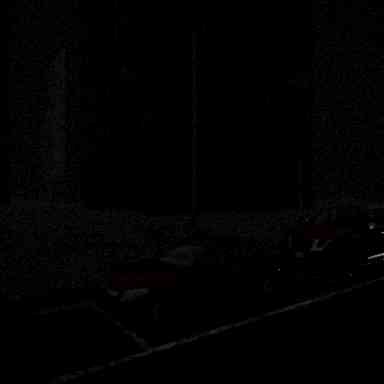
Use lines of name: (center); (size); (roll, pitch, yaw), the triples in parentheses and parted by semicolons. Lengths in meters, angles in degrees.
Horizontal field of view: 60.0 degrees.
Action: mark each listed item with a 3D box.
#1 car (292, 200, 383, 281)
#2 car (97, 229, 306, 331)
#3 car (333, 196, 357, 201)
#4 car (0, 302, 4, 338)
car: (4.840, 1.319, 10.110); (5.009, 1.841, 2.192); (0, 0, -36)
car: (0.220, 1.584, 6.810); (4.206, 1.307, 1.802); (0, 0, -36)
car: (32.292, 1.616, 70.215); (1.882, 1.535, 5.008); (0, 0, -36)
car: (-4.400, 1.582, 3.511); (4.206, 1.307, 1.802); (0, 0, -36)
